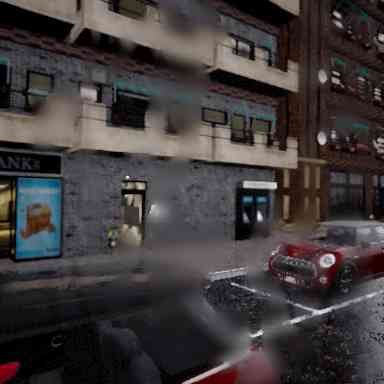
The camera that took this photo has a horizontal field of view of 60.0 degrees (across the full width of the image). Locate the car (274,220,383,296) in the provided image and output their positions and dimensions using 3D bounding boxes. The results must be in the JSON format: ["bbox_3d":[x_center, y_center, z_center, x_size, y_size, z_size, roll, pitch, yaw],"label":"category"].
[{"bbox_3d":[3.908,1.518,8.831,4.097,1.590,1.967,1,0,-35],"label":"car"}]

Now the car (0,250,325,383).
[{"bbox_3d":[-1.570,1.352,1.825,4.553,1.767,2.097,1,0,-35],"label":"car"}]
